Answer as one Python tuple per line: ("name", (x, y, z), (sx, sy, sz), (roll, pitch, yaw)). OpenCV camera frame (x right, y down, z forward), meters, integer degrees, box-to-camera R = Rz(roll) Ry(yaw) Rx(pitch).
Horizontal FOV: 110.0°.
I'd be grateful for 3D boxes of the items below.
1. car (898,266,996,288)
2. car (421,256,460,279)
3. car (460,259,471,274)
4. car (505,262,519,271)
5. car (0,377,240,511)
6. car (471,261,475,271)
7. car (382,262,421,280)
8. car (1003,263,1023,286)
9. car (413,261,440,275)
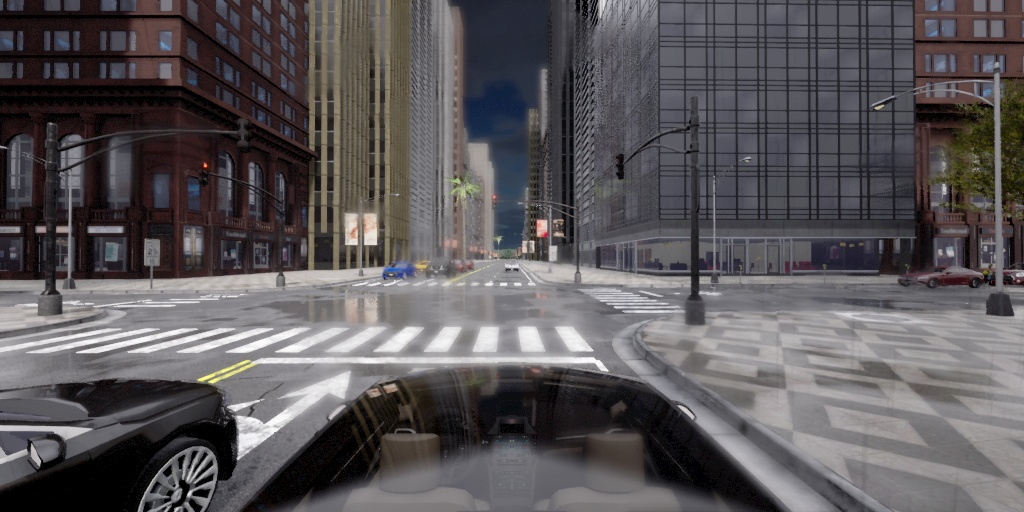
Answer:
("car", (26.418, 1.276, 22.078), (4.207, 1.307, 1.802), (0, 0, -1))
("car", (-6.674, 1.038, 34.293), (2.150, 2.045, 5.566), (0, 0, 0))
("car", (-6.676, 1.198, 43.583), (2.097, 1.767, 4.553), (0, 0, 0))
("car", (-0.013, 1.476, 51.202), (1.895, 1.301, 4.718), (0, 0, 0))
("car", (-3.138, 1.241, 0.967), (2.128, 1.511, 4.902), (0, 0, -1))
("car", (-6.698, 1.362, 53.532), (1.882, 1.535, 5.008), (0, 0, 0))
("car", (-9.922, 1.287, 31.949), (1.882, 1.535, 5.008), (0, 0, 0))
("car", (32.056, 1.118, 22.178), (4.097, 1.591, 1.967), (0, 0, -1))
("car", (-9.928, 1.318, 41.932), (1.882, 1.535, 5.008), (0, 0, 0))
